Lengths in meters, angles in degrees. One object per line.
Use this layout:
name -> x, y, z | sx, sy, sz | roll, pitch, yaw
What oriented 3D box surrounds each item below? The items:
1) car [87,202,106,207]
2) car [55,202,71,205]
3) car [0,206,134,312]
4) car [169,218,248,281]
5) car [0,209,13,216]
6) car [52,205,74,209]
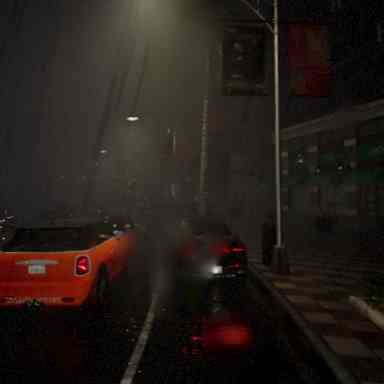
car -> -10.157, 1.758, 35.647 | 1.812, 1.442, 4.674 | -1, -1, -20
car -> -13.007, 1.731, 33.550 | 1.882, 1.535, 5.008 | 0, -1, -20
car -> -2.812, 1.410, 8.057 | 2.097, 1.767, 4.553 | -1, 0, -1
car -> 0.338, 1.536, 10.002 | 1.837, 1.490, 4.892 | -1, 0, -5
car -> -12.440, 1.768, 21.116 | 1.994, 1.385, 4.181 | -1, 0, -18
car -> -7.967, 1.697, 19.020 | 2.033, 1.411, 5.357 | 0, 0, -16
